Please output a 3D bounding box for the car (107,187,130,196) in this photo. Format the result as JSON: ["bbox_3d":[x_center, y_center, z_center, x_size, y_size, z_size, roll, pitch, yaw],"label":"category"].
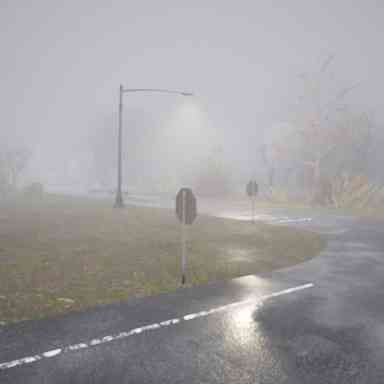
[{"bbox_3d":[-11.426,-0.125,51.485,2.033,1.411,5.357,0,2,-36],"label":"car"}]

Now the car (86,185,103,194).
[{"bbox_3d":[-17.496,-0.483,59.956,1.812,1.442,4.674,0,2,-36],"label":"car"}]
